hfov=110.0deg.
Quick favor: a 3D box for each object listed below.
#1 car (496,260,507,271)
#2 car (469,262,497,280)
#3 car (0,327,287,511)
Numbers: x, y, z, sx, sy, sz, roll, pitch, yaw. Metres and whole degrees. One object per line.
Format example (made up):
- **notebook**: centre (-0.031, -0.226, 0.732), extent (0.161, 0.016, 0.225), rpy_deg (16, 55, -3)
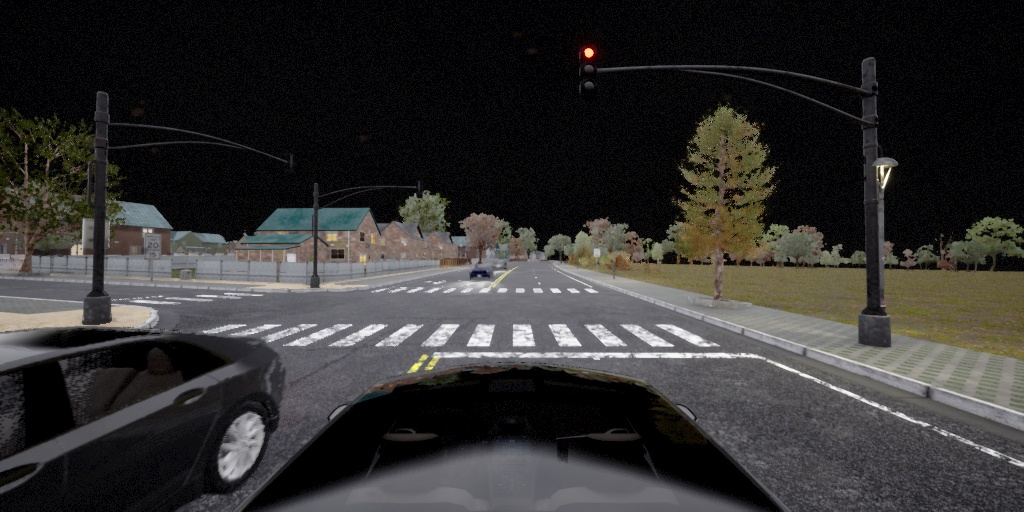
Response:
- **car**: centre (-1.723, 1.315, 52.409), extent (2.128, 1.511, 4.902), rpy_deg (0, 0, 3)
- **car**: centre (-2.672, 1.386, 32.235), extent (1.895, 1.301, 4.718), rpy_deg (0, 0, 2)
- **car**: centre (-3.241, 1.269, 1.724), extent (1.837, 1.490, 4.892), rpy_deg (0, 0, 0)
